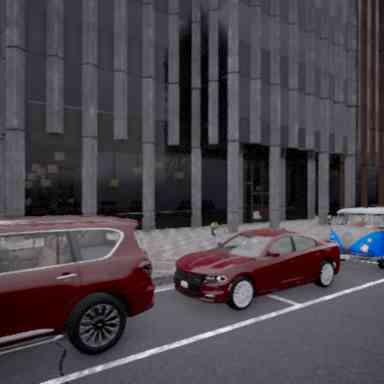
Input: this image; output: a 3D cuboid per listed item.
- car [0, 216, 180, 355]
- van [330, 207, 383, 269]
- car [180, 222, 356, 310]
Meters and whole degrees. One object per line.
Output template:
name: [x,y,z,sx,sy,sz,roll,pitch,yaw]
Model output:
car: [-2.908,1.316,4.578,5.009,1.841,2.192,0,0,-35]
van: [6.272,1.403,11.123,3.998,1.788,1.690,0,0,-35]
car: [1.681,1.576,7.849,4.507,1.381,1.887,0,0,-35]
